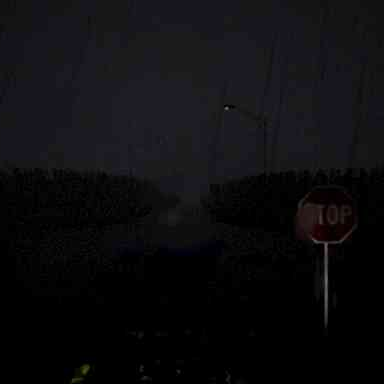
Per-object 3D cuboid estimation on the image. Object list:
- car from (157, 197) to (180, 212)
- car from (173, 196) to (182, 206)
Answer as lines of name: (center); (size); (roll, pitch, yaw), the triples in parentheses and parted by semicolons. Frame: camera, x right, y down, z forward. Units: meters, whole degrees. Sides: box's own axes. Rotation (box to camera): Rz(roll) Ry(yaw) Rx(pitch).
car: (-2.769, 1.554, 37.890); (1.994, 1.385, 4.181); (0, 0, 0)
car: (-2.718, 1.486, 54.181); (1.837, 1.490, 4.892); (0, -1, 0)
